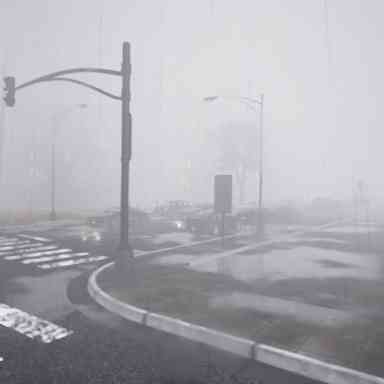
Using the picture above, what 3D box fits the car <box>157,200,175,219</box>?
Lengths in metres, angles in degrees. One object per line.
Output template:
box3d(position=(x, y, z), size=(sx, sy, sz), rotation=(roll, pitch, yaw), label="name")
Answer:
box3d(position=(-1.721, 1.469, 29.508), size=(1.967, 1.590, 4.097), rotation=(1, 0, 36), label="car")

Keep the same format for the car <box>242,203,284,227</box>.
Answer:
box3d(position=(4.615, 1.730, 23.544), size=(1.947, 1.339, 4.313), rotation=(1, 0, 36), label="car")

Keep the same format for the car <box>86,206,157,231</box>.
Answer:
box3d(position=(-4.551, 1.597, 21.054), size=(1.994, 1.385, 4.181), rotation=(1, 0, 36), label="car")

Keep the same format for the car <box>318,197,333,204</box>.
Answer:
box3d(position=(27.939, 1.838, 69.708), size=(1.947, 1.339, 4.313), rotation=(1, 0, 36), label="car")

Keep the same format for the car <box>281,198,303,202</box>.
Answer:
box3d(position=(12.814, 1.699, 44.627), size=(1.812, 1.442, 4.674), rotation=(1, 0, 37), label="car")

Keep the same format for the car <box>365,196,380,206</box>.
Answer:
box3d(position=(34.796, 1.935, 64.889), size=(1.752, 1.417, 4.829), rotation=(1, 0, 36), label="car")

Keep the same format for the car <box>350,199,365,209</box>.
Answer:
box3d(position=(24.844, 1.767, 51.326), size=(1.967, 1.590, 4.097), rotation=(1, 0, 36), label="car")

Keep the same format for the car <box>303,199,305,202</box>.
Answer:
box3d(position=(17.985, 1.715, 56.146), size=(1.752, 1.417, 4.829), rotation=(1, 0, 36), label="car")

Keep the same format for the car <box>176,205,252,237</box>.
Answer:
box3d(position=(1.371, 1.690, 19.125), size=(2.008, 1.369, 4.403), rotation=(1, 0, 36), label="car")

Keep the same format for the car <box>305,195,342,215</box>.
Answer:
box3d(position=(15.061, 1.563, 37.852), size=(2.192, 1.841, 5.009), rotation=(1, 0, 36), label="car")

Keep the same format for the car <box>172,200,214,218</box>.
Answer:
box3d(position=(0.994, 1.625, 28.607), size=(2.033, 1.411, 5.357), rotation=(1, 0, 36), label="car")

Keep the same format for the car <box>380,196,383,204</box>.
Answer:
box3d(position=(41.267, 1.778, 73.702), size=(2.192, 1.841, 5.009), rotation=(1, 0, 36), label="car")

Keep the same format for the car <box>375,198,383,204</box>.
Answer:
box3d(position=(44.548, 2.041, 78.178), size=(2.008, 1.369, 4.403), rotation=(1, 0, 36), label="car")

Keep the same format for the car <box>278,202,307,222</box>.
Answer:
box3d(position=(7.856, 1.772, 27.963), size=(1.802, 1.307, 4.206), rotation=(1, 0, 36), label="car")

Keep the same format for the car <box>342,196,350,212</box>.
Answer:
box3d(position=(18.318, 1.714, 42.347), size=(1.967, 1.590, 4.097), rotation=(1, 0, 36), label="car")

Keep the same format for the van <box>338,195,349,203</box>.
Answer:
box3d(position=(37.793, 1.695, 83.134), size=(1.690, 1.788, 3.998), rotation=(1, 0, 36), label="van")
